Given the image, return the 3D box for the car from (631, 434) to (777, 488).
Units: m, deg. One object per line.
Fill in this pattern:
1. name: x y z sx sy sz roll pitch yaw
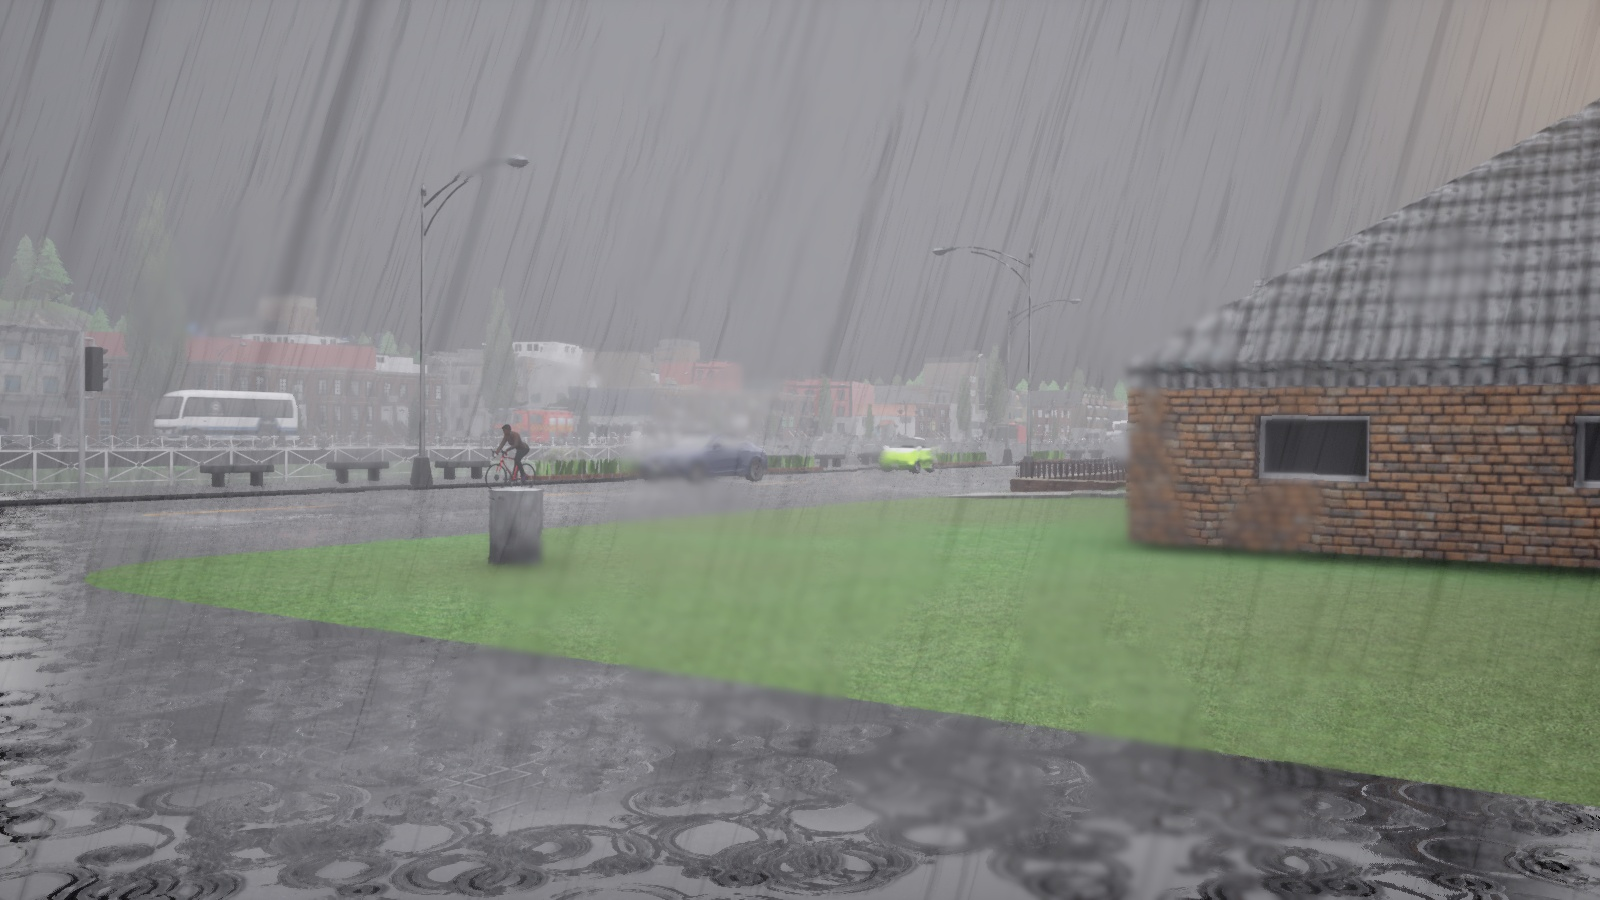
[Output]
1. car: -2.750 0.276 37.060 1.812 1.442 4.674 0 1 34

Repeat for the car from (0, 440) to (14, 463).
1. car: -52.907 0.129 80.210 1.816 1.474 4.193 0 1 34

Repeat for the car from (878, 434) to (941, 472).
1. car: 4.152 0.101 47.455 1.481 1.376 2.207 0 1 34

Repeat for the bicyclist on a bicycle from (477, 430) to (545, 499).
1. bicyclist on a bicycle: -7.036 0.330 30.606 0.582 1.620 1.656 0 1 34
